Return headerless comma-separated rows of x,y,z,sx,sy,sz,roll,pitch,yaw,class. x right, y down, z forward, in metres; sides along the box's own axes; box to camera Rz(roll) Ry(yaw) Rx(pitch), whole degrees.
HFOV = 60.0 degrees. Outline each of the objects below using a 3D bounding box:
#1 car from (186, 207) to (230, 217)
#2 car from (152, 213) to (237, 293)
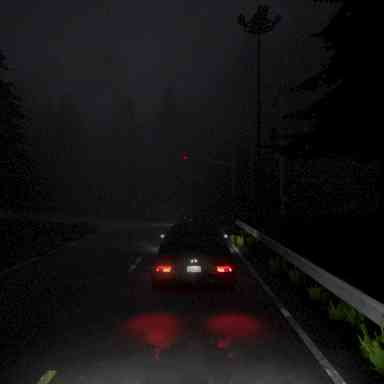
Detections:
1.066,1.895,26.789,4.181,1.385,1.994,3,-5,-35,car
0.055,1.547,8.985,2.033,1.411,5.357,0,0,0,car
